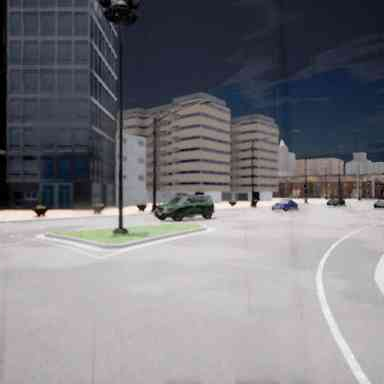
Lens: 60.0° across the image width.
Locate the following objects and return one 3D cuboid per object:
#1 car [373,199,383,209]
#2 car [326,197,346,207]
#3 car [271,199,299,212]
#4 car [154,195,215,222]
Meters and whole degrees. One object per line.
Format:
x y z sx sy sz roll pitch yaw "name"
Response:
27.574 1.714 47.833 1.994 1.385 4.181 0 0 42 "car"
23.187 1.660 53.513 1.837 1.490 4.892 0 0 42 "car"
11.321 1.633 40.202 1.812 1.442 4.674 0 0 42 "car"
-0.480 1.274 27.223 5.566 2.045 2.150 -1 1 -44 "car"
